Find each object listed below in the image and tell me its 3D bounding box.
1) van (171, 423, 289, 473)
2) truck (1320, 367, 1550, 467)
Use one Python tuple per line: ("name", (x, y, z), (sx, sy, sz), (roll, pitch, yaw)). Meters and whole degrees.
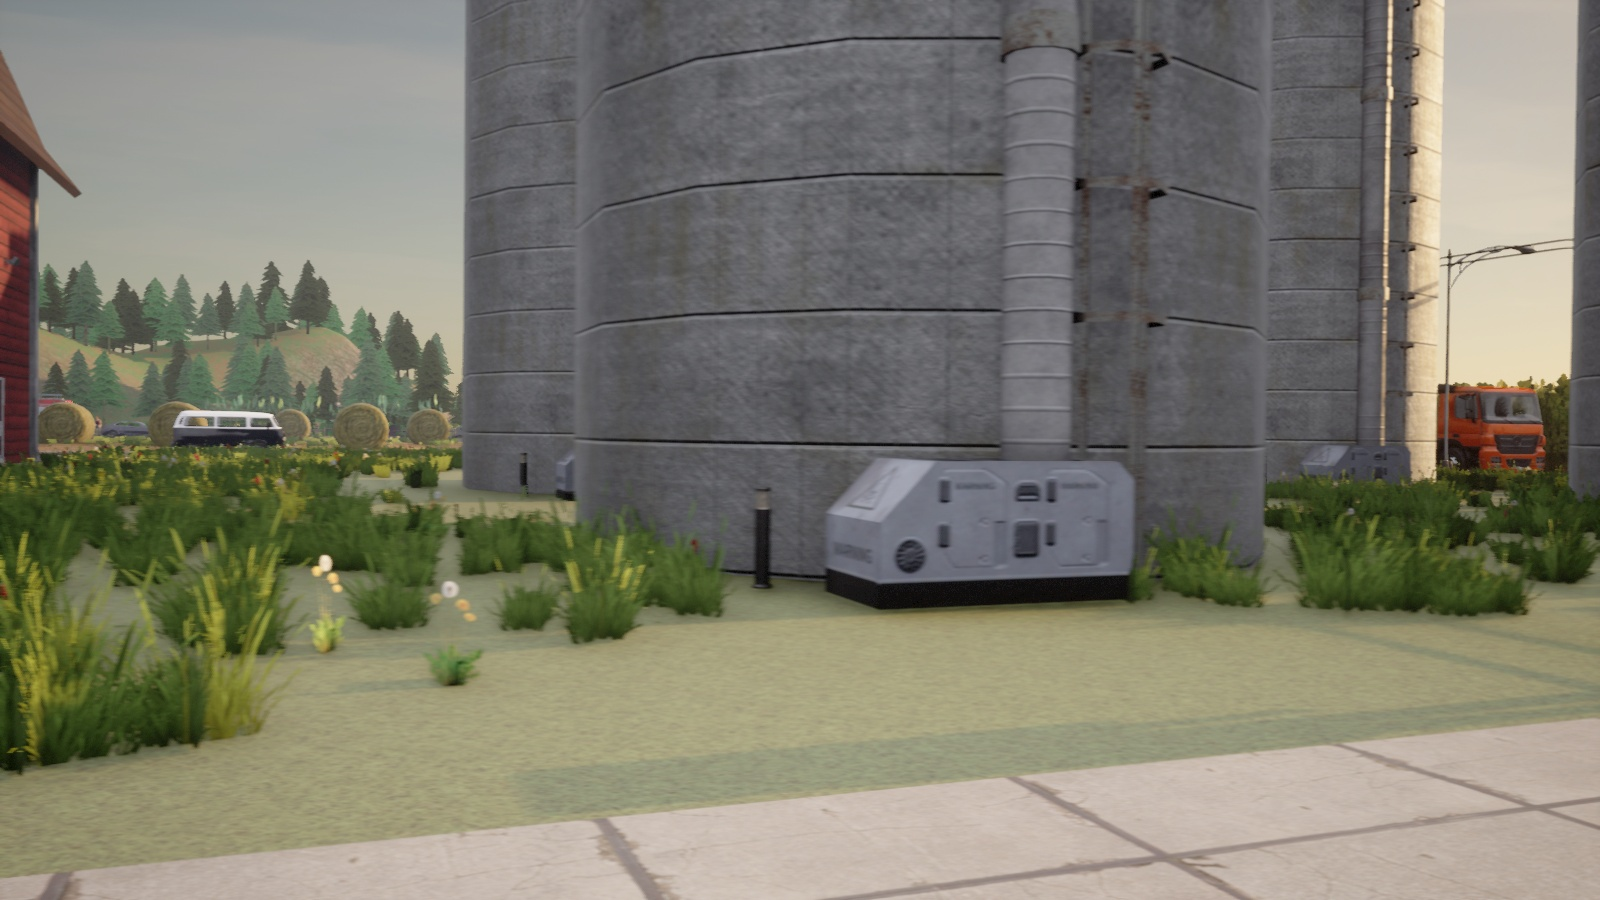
("van", (-24.338, -0.117, 53.799), (4.480, 2.038, 2.069), (-1, 1, -21))
("truck", (23.751, -1.215, 47.565), (2.891, 3.462, 7.936), (-1, 1, -20))
